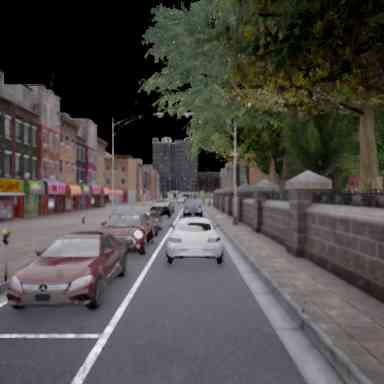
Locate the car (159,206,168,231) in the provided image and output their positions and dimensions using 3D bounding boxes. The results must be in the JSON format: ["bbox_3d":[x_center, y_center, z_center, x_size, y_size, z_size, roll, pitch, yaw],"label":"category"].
[{"bbox_3d":[-2.641,1.721,19.318,1.802,1.307,4.206,0,0,0],"label":"car"}]

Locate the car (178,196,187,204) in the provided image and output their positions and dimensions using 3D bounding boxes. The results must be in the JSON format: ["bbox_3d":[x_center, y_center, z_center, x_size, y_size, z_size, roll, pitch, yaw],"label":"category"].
[{"bbox_3d":[-2.648,2.120,80.133,1.752,1.417,4.829,0,0,0],"label":"car"}]

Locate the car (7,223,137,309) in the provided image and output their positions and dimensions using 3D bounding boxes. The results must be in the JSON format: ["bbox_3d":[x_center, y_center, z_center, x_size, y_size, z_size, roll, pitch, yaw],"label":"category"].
[{"bbox_3d":[-2.639,1.640,7.967,1.802,1.307,4.206,0,0,0],"label":"car"}]

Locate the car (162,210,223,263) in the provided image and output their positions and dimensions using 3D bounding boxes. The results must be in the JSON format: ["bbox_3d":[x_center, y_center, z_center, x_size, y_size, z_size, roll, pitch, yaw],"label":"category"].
[{"bbox_3d":[0.088,1.614,12.233,1.812,1.442,4.674,0,0,0],"label":"car"}]

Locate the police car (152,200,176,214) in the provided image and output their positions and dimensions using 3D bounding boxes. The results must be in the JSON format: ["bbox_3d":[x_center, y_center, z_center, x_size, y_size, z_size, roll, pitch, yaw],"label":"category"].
[{"bbox_3d":[-3.012,1.667,33.477,1.930,1.638,5.238,0,0,0],"label":"police car"}]

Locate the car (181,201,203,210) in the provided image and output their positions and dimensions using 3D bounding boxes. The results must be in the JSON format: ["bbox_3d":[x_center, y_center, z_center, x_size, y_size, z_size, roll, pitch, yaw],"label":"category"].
[{"bbox_3d":[0.094,1.842,33.320,1.895,1.301,4.718,0,0,0],"label":"car"}]

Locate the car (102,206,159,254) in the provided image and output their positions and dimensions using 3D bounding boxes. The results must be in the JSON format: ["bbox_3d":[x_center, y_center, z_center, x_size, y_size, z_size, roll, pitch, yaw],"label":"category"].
[{"bbox_3d":[-2.640,1.539,13.644,1.967,1.590,4.097,0,0,0],"label":"car"}]
